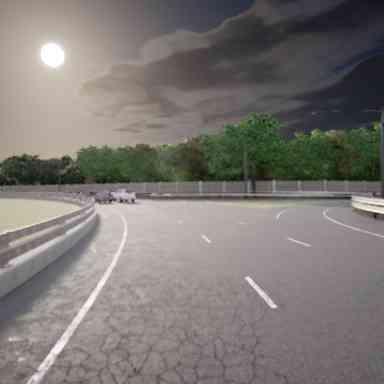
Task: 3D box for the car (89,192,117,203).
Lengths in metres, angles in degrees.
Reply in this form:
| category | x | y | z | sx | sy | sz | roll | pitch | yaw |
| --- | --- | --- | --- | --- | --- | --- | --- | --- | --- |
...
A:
| category | x | y | z | sx | sy | sz | roll | pitch | yaw |
| --- | --- | --- | --- | --- | --- | --- | --- | --- | --- |
| car | -13.243 | 0.899 | 49.255 | 2.033 | 1.411 | 5.357 | -1 | 1 | -30 |

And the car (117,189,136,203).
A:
| category | x | y | z | sx | sy | sz | roll | pitch | yaw |
| --- | --- | --- | --- | --- | --- | --- | --- | --- | --- |
| car | -10.505 | 0.523 | 51.506 | 2.150 | 2.045 | 5.566 | -1 | 1 | -30 |

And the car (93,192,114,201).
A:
| category | x | y | z | sx | sy | sz | roll | pitch | yaw |
| --- | --- | --- | --- | --- | --- | --- | --- | --- | --- |
| car | -16.019 | 0.709 | 60.162 | 1.837 | 1.490 | 4.892 | -1 | 1 | -38 |

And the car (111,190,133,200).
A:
| category | x | y | z | sx | sy | sz | roll | pitch | yaw |
| --- | --- | --- | --- | --- | --- | --- | --- | --- | --- |
| car | -13.151 | 0.513 | 62.168 | 2.097 | 1.767 | 4.553 | -1 | 1 | -38 |

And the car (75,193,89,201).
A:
| category | x | y | z | sx | sy | sz | roll | pitch | yaw |
| --- | --- | --- | --- | --- | --- | --- | --- | --- | --- |
| car | -18.885 | 0.857 | 58.154 | 1.895 | 1.301 | 4.718 | -1 | 1 | -38 |
